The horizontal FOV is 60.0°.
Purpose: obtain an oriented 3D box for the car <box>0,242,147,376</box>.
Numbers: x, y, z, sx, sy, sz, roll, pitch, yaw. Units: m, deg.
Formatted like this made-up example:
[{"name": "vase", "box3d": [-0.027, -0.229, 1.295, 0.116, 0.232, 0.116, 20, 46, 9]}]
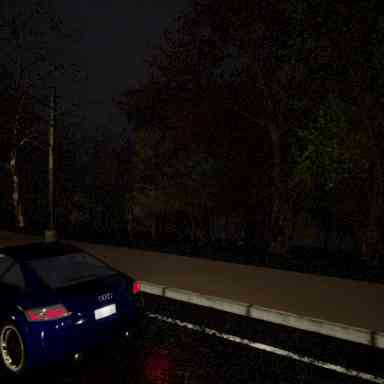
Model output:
[{"name": "car", "box3d": [-2.763, 1.563, 5.638, 4.181, 1.385, 1.994, 0, 0, 37]}]
